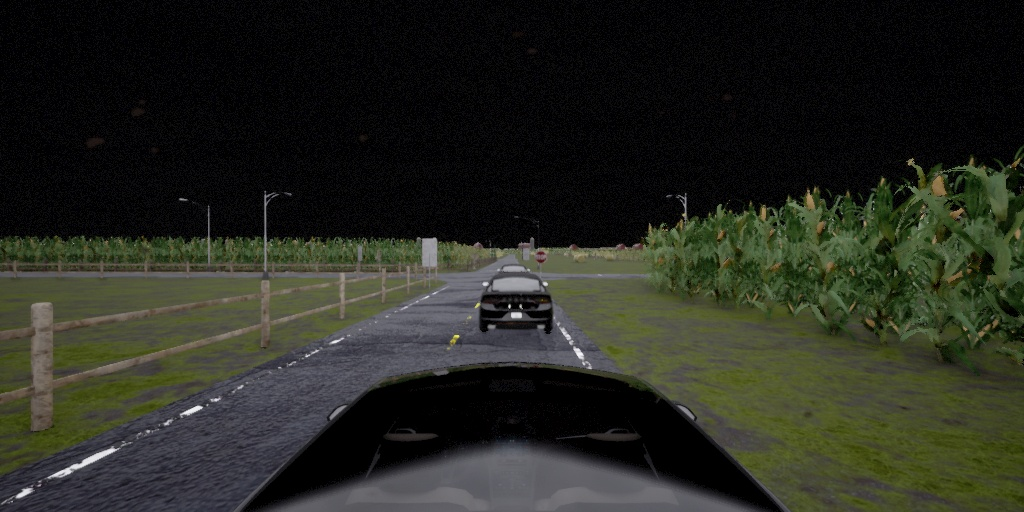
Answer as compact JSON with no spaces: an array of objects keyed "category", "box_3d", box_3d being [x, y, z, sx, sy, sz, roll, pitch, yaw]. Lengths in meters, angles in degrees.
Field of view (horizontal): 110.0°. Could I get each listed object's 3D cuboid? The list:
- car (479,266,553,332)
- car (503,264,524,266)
[{"category":"car","box_3d":[0.106,1.226,10.848,1.882,1.535,5.008,0,0,0]},{"category":"car","box_3d":[0.108,1.218,22.207,1.882,1.535,5.008,0,0,0]}]
